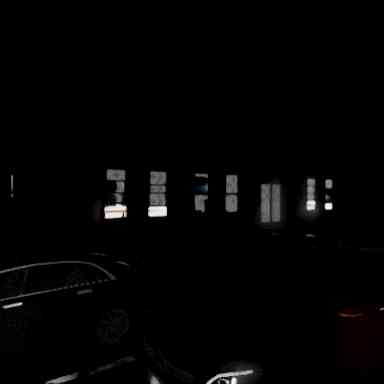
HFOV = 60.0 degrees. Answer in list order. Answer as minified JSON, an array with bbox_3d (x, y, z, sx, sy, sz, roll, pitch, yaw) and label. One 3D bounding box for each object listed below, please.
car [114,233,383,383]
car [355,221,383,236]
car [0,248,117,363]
[{"bbox_3d":[1.556,1.548,4.492,4.674,1.442,1.812,0,0,-36],"label":"car"},{"bbox_3d":[6.658,1.653,11.326,4.206,1.307,1.802,0,0,-36],"label":"car"},{"bbox_3d":[-2.601,1.554,4.704,4.403,1.369,2.008,0,0,-36],"label":"car"}]
